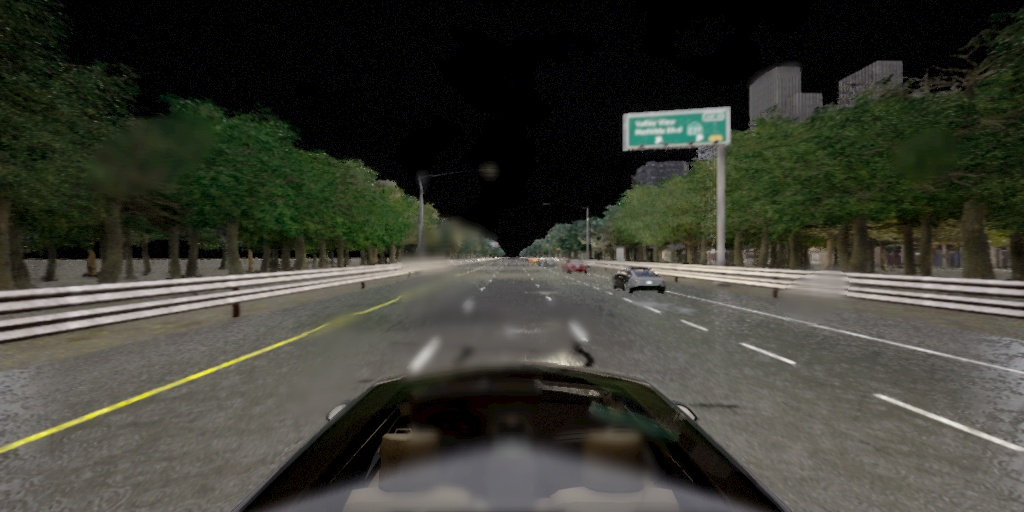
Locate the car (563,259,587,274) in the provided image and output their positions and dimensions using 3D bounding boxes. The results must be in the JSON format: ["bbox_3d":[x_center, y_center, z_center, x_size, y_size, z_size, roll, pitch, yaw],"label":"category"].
[{"bbox_3d":[7.017,1.108,40.573,2.097,1.767,4.553,0,0,0],"label":"car"}]

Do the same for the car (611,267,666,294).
[{"bbox_3d":[7.009,1.321,20.324,1.994,1.385,4.181,0,0,0],"label":"car"}]
